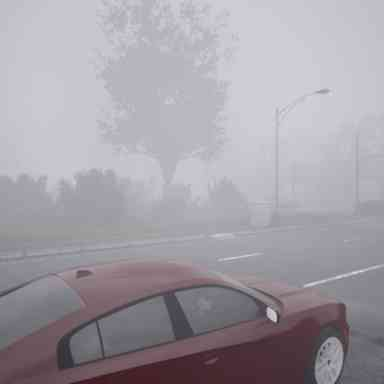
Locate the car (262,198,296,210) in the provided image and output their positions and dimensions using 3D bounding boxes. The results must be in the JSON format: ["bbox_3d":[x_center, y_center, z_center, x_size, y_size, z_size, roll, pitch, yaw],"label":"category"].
[{"bbox_3d":[10.715,1.508,43.267,1.812,1.442,4.674,0,0,-33],"label":"car"}]

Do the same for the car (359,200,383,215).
[{"bbox_3d":[17.513,1.463,30.591,1.882,1.535,5.008,0,0,-17],"label":"car"}]

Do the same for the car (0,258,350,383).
[{"bbox_3d":[-0.316,1.477,3.520,5.008,1.535,1.882,0,0,-35],"label":"car"}]

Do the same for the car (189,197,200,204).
[{"bbox_3d":[-0.581,1.513,60.697,1.895,1.301,4.718,0,0,-34],"label":"car"}]

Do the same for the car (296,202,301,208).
[{"bbox_3d":[12.966,1.542,46.260,1.994,1.385,4.181,0,0,-32],"label":"car"}]
